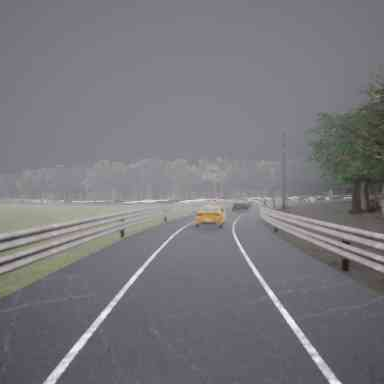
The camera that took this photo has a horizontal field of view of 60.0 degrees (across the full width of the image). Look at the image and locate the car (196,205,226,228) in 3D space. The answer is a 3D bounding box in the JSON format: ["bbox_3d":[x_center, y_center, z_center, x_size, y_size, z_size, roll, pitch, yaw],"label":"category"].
[{"bbox_3d":[1.474,1.718,24.726,1.882,1.535,5.008,0,0,9],"label":"car"}]

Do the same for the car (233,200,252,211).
[{"bbox_3d":[6.955,1.803,45.857,1.882,1.535,5.008,0,0,20],"label":"car"}]
